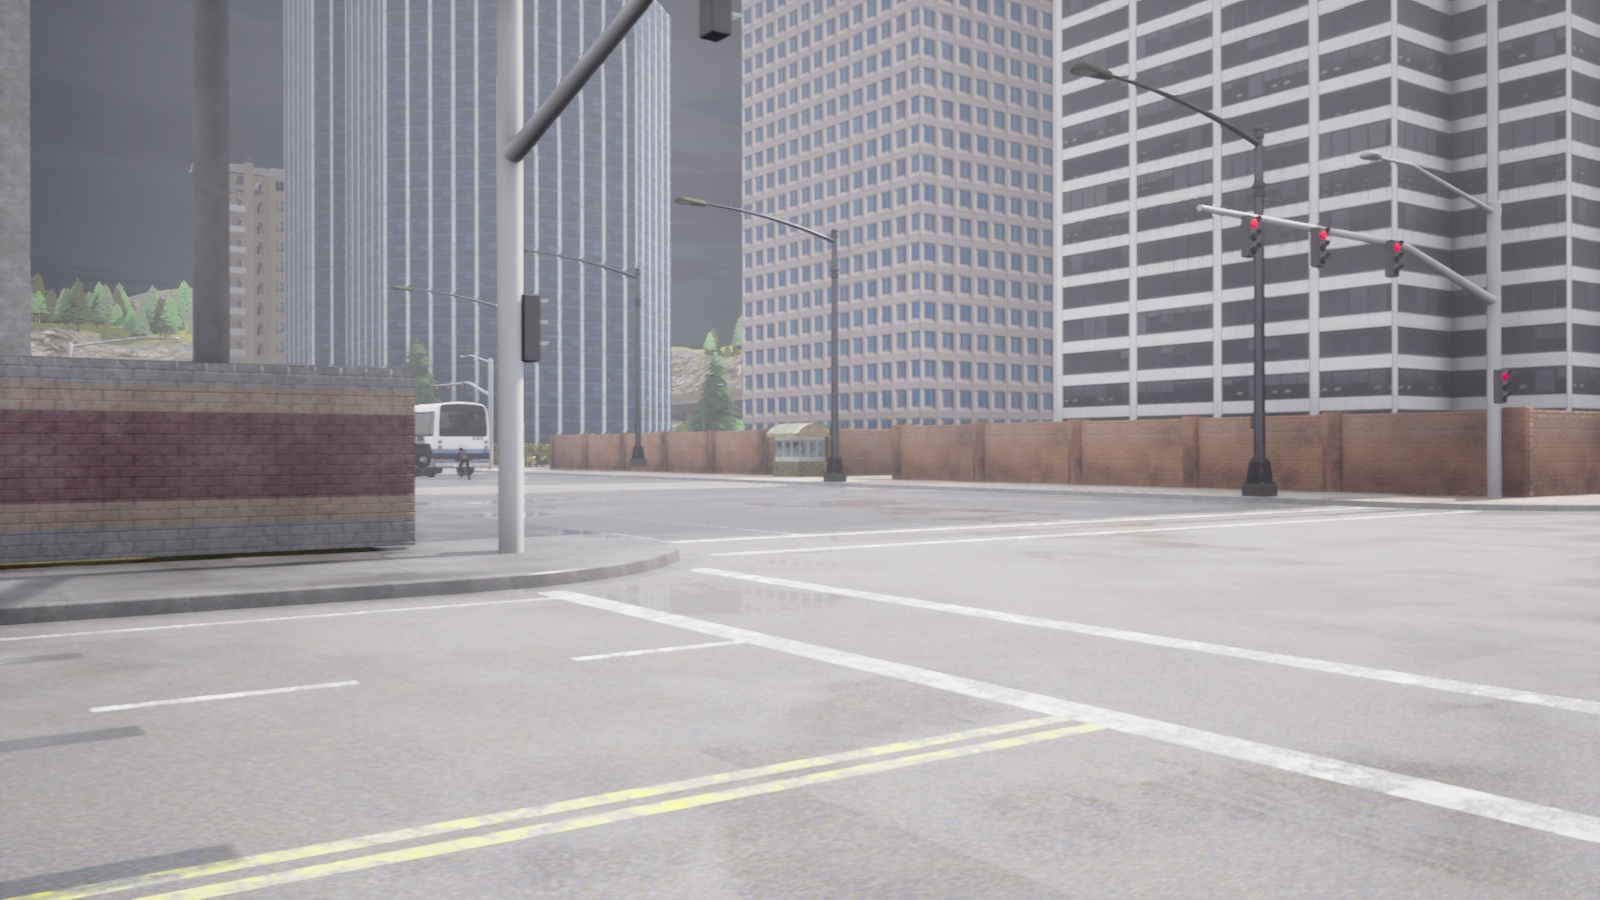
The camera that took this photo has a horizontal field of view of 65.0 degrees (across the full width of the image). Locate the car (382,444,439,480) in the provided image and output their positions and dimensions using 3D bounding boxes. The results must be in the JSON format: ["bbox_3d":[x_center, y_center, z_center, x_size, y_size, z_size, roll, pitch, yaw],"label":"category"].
[{"bbox_3d":[-21.106,0.640,67.986,1.905,1.878,3.866,0,0,-35],"label":"car"}]

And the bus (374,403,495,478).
[{"bbox_3d":[-22.228,-0.529,75.772,3.944,4.253,10.273,0,0,-35],"label":"bus"}]
